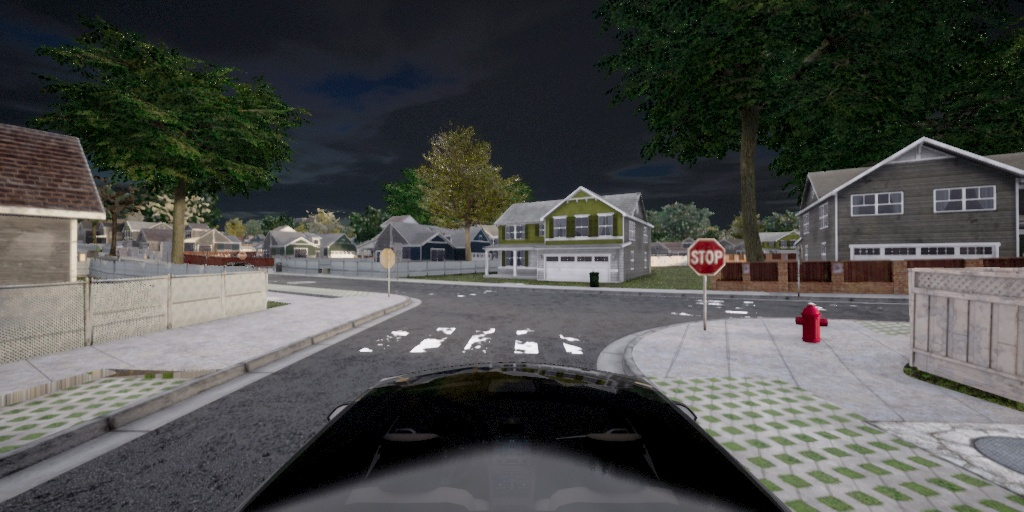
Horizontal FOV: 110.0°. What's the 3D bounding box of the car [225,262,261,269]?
[{"bbox_3d":[-22.579,1.304,30.031,4.892,1.490,1.837,3,1,31],"label":"car"}]
